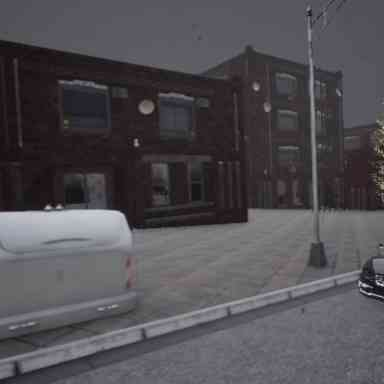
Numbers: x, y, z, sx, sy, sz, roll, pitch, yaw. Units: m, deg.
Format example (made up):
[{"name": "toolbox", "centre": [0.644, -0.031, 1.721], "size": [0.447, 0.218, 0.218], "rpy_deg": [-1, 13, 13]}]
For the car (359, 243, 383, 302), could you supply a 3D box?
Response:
[{"name": "car", "centre": [5.643, 1.560, 7.398], "size": [4.892, 1.490, 1.837], "rpy_deg": [1, 0, -35]}]
